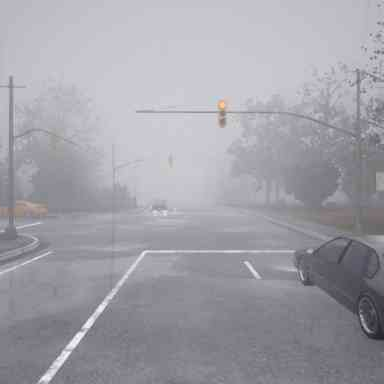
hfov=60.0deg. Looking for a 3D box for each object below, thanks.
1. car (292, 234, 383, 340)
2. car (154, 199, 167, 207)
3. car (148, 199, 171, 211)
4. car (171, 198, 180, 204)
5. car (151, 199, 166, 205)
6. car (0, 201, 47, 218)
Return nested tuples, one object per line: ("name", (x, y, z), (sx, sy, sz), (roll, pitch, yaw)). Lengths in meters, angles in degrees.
("car", (3.592, 1.547, 6.458), (2.033, 1.411, 5.357), (0, 0, 0))
("car", (-5.866, 1.917, 60.511), (2.033, 1.411, 5.357), (0, -1, -9))
("car", (-4.049, 1.615, 42.558), (2.033, 1.411, 5.357), (0, -1, -3))
("car", (-4.535, 2.189, 83.014), (2.097, 1.767, 4.553), (0, -1, -22))
("car", (-8.315, 2.405, 83.071), (2.033, 1.411, 5.357), (0, -1, -25))
("car", (-15.742, 1.550, 29.951), (5.008, 1.535, 1.882), (0, 1, -1))
